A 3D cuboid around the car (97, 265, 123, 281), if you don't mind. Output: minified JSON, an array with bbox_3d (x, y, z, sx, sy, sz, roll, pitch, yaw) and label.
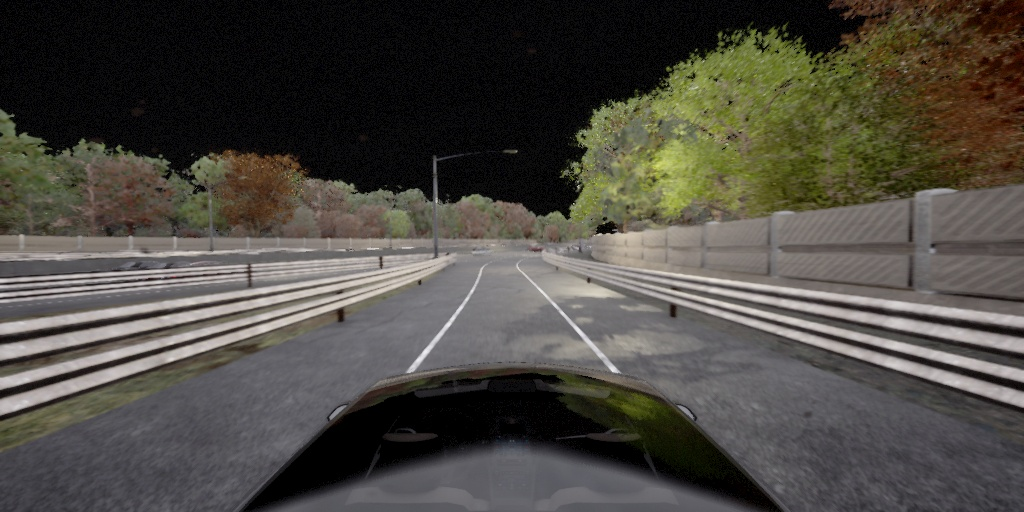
[{"bbox_3d":[-25.197,0.999,25.046,1.895,1.301,4.718,1,2,23],"label":"car"}]

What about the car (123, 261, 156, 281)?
[{"bbox_3d":[-21.921,1.028,23.807,1.895,1.301,4.718,1,2,23],"label":"car"}]

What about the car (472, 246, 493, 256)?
[{"bbox_3d":[-5.131,-0.672,63.513,1.895,1.301,4.718,1,3,23],"label":"car"}]

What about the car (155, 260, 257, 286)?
[{"bbox_3d":[-18.671,0.985,22.493,1.812,1.442,4.674,1,2,23],"label":"car"}]
